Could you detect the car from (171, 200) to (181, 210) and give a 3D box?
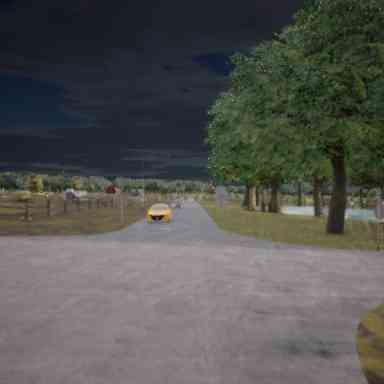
[{"bbox_3d":[-2.750,1.982,53.438,2.128,1.511,4.902,0,0,0],"label":"car"}]

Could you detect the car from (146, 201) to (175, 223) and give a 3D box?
[{"bbox_3d":[-2.750,1.799,28.759,1.882,1.535,5.008,0,0,0],"label":"car"}]
